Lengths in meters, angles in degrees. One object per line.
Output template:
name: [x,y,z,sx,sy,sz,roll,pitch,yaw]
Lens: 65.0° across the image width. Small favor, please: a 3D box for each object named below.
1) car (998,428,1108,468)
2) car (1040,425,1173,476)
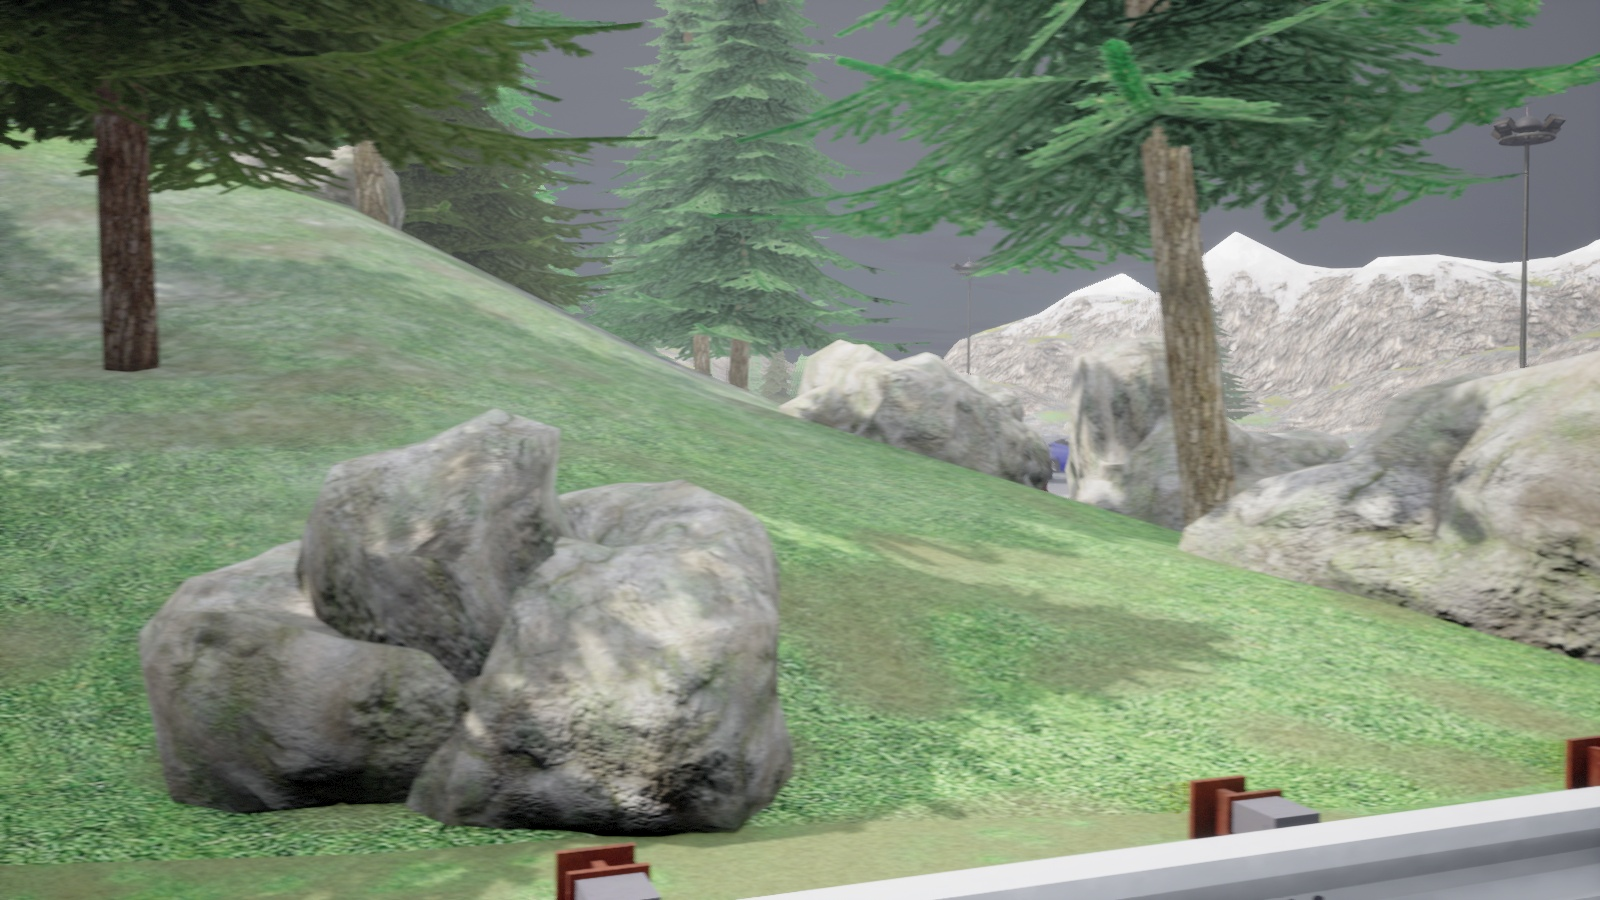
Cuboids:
car: [10.036,-0.124,50.199,2.163,1.488,4.792,-1,1,-19]
car: [9.773,-0.015,40.450,2.007,1.525,4.514,-1,1,-19]
